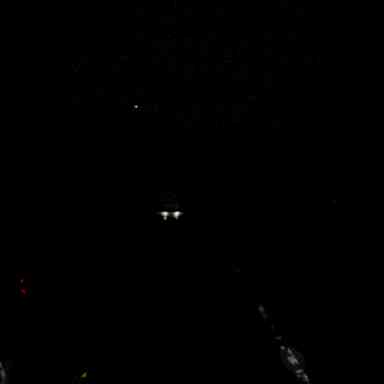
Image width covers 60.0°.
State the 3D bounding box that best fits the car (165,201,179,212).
[{"bbox_3d":[-2.809,1.994,47.418,1.882,1.535,5.008,0,-1,0],"label":"car"}]

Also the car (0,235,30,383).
[{"bbox_3d":[-2.851,1.237,1.400,2.150,2.045,5.566,0,-1,0],"label":"car"}]

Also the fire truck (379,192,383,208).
[{"bbox_3d":[39.306,1.543,61.040,8.468,3.827,2.891,1,0,0],"label":"fire truck"}]
